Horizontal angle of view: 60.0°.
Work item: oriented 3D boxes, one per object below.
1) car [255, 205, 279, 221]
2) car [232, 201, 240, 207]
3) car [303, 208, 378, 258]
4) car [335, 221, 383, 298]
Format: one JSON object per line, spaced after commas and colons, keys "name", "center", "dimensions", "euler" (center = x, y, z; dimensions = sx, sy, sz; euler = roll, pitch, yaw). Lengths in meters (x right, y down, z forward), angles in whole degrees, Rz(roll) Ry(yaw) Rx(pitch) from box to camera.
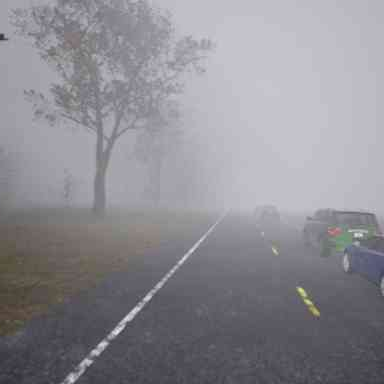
{"name": "car", "center": [8.835, 2.291, 38.612], "dimensions": [2.097, 1.767, 4.553], "euler": [3, -1, 8]}
{"name": "car", "center": [11.265, 3.188, 86.379], "dimensions": [1.837, 1.490, 4.892], "euler": [3, -1, 7]}
{"name": "car", "center": [6.594, 1.756, 15.083], "dimensions": [2.150, 2.045, 5.566], "euler": [3, -1, 8]}
{"name": "car", "center": [5.720, 1.893, 9.106], "dimensions": [1.882, 1.535, 5.008], "euler": [3, -1, 8]}
